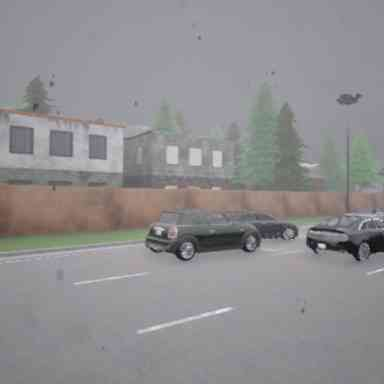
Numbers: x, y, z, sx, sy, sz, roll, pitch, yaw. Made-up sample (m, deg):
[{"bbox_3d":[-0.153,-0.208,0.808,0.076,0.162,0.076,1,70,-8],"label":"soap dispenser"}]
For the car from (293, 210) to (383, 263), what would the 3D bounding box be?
[{"bbox_3d":[6.400,1.649,12.678,4.902,1.511,2.128,1,0,-35],"label":"car"}]

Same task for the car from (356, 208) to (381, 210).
[{"bbox_3d":[14.238,1.939,26.450,4.718,1.301,1.895,1,-1,-37],"label":"car"}]

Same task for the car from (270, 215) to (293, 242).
[{"bbox_3d":[2.994,1.657,16.367,4.892,1.490,1.837,0,0,-23],"label":"car"}]

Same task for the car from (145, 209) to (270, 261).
[{"bbox_3d":[0.578,1.451,12.877,4.553,1.767,2.097,1,-1,-35],"label":"car"}]
